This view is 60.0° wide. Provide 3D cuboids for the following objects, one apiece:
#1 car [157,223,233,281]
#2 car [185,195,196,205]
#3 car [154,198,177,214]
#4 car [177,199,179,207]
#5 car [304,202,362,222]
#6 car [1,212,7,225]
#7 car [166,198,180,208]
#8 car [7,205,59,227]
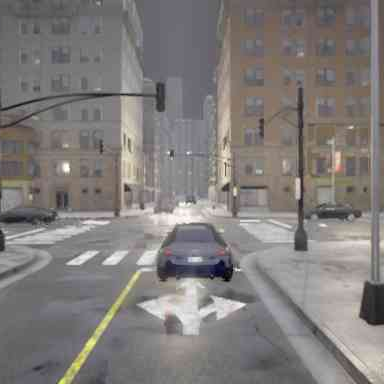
[{"bbox_3d":[0.071,1.617,10.052,1.994,1.385,4.181,0,0,0],"label":"car"},{"bbox_3d":[-0.261,1.642,69.928,2.150,2.045,5.566,0,0,0],"label":"car"},{"bbox_3d":[-3.169,1.570,38.329,2.097,1.767,4.553,0,0,-1],"label":"car"},{"bbox_3d":[-3.225,1.781,47.426,1.837,1.490,4.892,0,0,0],"label":"car"},{"bbox_3d":[11.087,1.590,26.959,4.892,1.490,1.837,0,0,0],"label":"car"},{"bbox_3d":[-14.205,1.755,20.032,4.718,1.301,1.895,0,0,0],"label":"car"},{"bbox_3d":[-3.242,1.830,57.405,2.128,1.511,4.902,0,0,0],"label":"car"},{"bbox_3d":[-11.964,1.689,23.699,4.674,1.442,1.812,0,-1,0],"label":"car"}]
